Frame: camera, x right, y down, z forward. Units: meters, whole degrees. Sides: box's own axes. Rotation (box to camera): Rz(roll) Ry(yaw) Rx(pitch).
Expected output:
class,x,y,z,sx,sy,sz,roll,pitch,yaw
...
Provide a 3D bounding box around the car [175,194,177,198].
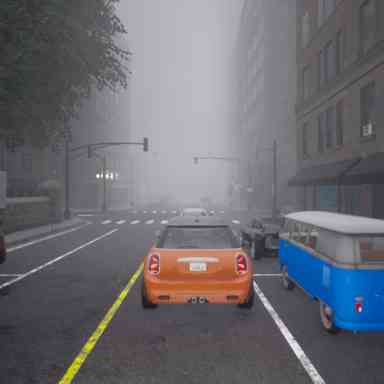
class,x,y,z,sx,sy,sz,roll,pitch,yaw
car,-5.666,1.276,82.835,2.192,1.841,5.009,0,0,0

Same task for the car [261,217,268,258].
class,x,y,z,sx,sy,sz,roll,pitch,yaw
car,2.857,1.561,12.141,1.947,1.339,4.313,0,0,0

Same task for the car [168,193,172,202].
class,x,y,z,sx,sy,sz,roll,pitch,yaw
car,-5.666,1.503,66.482,1.887,1.381,4.507,0,0,0

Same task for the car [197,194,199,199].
class,x,y,z,sx,sy,sz,roll,pitch,yaw
car,2.859,1.510,77.415,2.008,1.369,4.403,0,0,0

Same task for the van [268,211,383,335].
class,x,y,z,sx,sy,sz,roll,pitch,yaw
van,2.856,1.339,6.481,1.690,1.788,3.998,0,0,0

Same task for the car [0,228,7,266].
class,x,y,z,sx,sy,sz,roll,pitch,yaw
car,-5.668,1.313,6.441,2.192,1.841,5.009,0,0,0

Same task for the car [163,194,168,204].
class,x,y,z,sx,sy,sz,roll,pitch,yaw
car,-5.666,1.512,55.580,2.008,1.369,4.403,0,0,0

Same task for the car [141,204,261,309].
class,x,y,z,sx,sy,sz,roll,pitch,yaw
car,0.103,1.349,8.035,2.097,1.767,4.553,0,0,0

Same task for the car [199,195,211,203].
class,x,y,z,sx,sy,sz,roll,pitch,yaw
car,2.858,1.399,66.518,1.967,1.590,4.097,0,0,0

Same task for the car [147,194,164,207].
class,x,y,z,sx,sy,sz,roll,pitch,yaw
car,-5.667,1.490,49.960,1.752,1.417,4.829,0,0,0

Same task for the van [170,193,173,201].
class,x,y,z,sx,sy,sz,roll,pitch,yaw
van,-5.666,1.300,71.933,1.690,1.788,3.998,0,0,0

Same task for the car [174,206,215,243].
class,x,y,z,sx,sy,sz,roll,pitch,yaw
car,0.102,1.518,17.035,1.812,1.442,4.674,0,0,0

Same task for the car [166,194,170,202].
class,x,y,z,sx,sy,sz,roll,pitch,yaw
car,-5.666,1.504,61.031,1.887,1.381,4.507,0,0,0

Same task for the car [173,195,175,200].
class,x,y,z,sx,sy,sz,roll,pitch,yaw
car,-5.666,1.510,77.384,2.008,1.369,4.403,0,0,0

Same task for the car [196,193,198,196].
class,x,y,z,sx,sy,sz,roll,pitch,yaw
car,2.860,1.491,93.930,1.752,1.417,4.829,0,0,0
